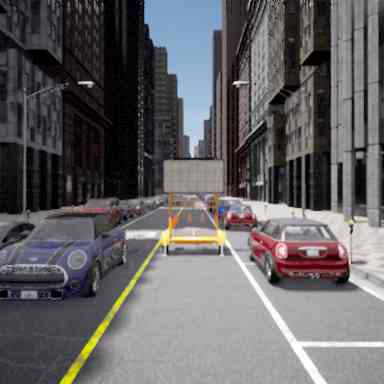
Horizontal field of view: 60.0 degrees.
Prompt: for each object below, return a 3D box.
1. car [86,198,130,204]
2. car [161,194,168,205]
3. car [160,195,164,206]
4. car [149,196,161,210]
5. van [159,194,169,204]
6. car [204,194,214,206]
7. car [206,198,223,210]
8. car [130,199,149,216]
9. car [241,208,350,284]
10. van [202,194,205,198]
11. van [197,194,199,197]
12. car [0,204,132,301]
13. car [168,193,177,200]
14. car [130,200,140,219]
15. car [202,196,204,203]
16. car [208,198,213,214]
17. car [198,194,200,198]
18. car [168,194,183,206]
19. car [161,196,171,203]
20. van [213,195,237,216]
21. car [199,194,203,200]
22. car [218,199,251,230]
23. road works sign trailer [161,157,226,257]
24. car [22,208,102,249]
[{"bbox_3d":[-5.682,1.308,20.915,2.192,1.841,5.009,0,0,0],"label":"car"},{"bbox_3d":[-5.554,1.424,54.733,1.967,1.590,4.097,0,0,0],"label":"car"},{"bbox_3d":[-5.576,1.511,48.927,1.752,1.417,4.829,0,0,0],"label":"car"},{"bbox_3d":[-5.597,1.538,43.460,2.008,1.369,4.403,0,0,0],"label":"car"},{"bbox_3d":[-5.510,1.322,66.006,1.690,1.788,3.998,0,0,0],"label":"van"},{"bbox_3d":[2.908,1.303,37.802,2.192,1.841,5.009,0,0,0],"label":"car"},{"bbox_3d":[2.928,1.553,43.439,1.947,1.339,4.313,0,0,0],"label":"car"},{"bbox_3d":[-5.639,1.430,32.188,1.967,1.590,4.097,0,0,0],"label":"car"},{"bbox_3d":[2.800,1.437,9.618,1.967,1.590,4.097,0,0,0],"label":"car"},{"bbox_3d":[2.972,1.325,54.712,1.690,1.788,3.998,0,0,0],"label":"van"},{"bbox_3d":[3.121,1.322,94.169,1.690,1.788,3.998,0,0,0],"label":"van"},{"bbox_3d":[-3.071,1.349,8.528,2.097,1.767,4.553,0,0,0],"label":"car"},{"bbox_3d":[-5.404,1.296,94.187,2.192,1.841,5.009,0,0,0],"label":"car"},{"bbox_3d":[-5.661,1.558,26.552,1.947,1.339,4.313,0,0,0],"label":"car"},{"bbox_3d":[2.950,1.551,49.075,1.947,1.339,4.313,0,0,0],"label":"car"},{"bbox_3d":[2.885,1.535,32.165,1.887,1.381,4.507,0,0,0],"label":"car"},{"bbox_3d":[3.057,1.524,77.259,1.887,1.381,4.507,0,0,0],"label":"car"},{"bbox_3d":[-2.792,1.501,55.732,1.837,1.490,4.892,0,0,0],"label":"car"},{"bbox_3d":[-5.490,1.505,71.471,1.752,1.417,4.829,0,0,0],"label":"car"},{"bbox_3d":[2.865,1.333,26.528,1.690,1.788,3.998,0,0,0],"label":"van"},{"bbox_3d":[3.014,1.547,65.986,1.947,1.339,4.313,0,0,0],"label":"car"},{"bbox_3d":[2.843,1.433,20.892,1.967,1.590,4.097,0,0,0],"label":"car"},{"bbox_3d":[0.063,0.460,12.991,2.380,3.560,2.880,0,0,0],"label":"road works sign trailer"},{"bbox_3d":[-5.704,1.540,15.279,1.887,1.381,4.507,0,0,0],"label":"car"}]
